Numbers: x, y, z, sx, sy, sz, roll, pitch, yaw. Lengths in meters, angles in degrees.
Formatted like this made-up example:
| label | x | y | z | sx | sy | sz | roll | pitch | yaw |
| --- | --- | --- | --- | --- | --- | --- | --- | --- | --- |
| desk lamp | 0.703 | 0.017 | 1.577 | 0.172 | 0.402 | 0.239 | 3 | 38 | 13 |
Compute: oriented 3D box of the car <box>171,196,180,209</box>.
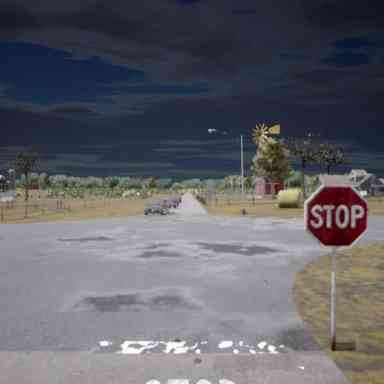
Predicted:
| label | x | y | z | sx | sy | sz | roll | pitch | yaw |
| --- | --- | --- | --- | --- | --- | --- | --- | --- | --- |
| car | -3.129 | 1.554 | 45.259 | 1.994 | 1.385 | 4.181 | 0 | 0 | 1 |

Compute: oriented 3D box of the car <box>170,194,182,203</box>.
| label | x | y | z | sx | sy | sz | roll | pitch | yaw |
| --- | --- | --- | --- | --- | --- | --- | --- | --- | --- |
| car | -3.199 | 1.508 | 57.618 | 1.837 | 1.490 | 4.892 | 0 | -1 | 0 |

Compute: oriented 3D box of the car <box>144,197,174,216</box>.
| label | x | y | z | sx | sy | sz | roll | pitch | yaw |
| --- | --- | --- | --- | --- | --- | --- | --- | --- | --- |
| car | -3.348 | 1.492 | 32.630 | 1.837 | 1.490 | 4.892 | 0 | 0 | 6 |
